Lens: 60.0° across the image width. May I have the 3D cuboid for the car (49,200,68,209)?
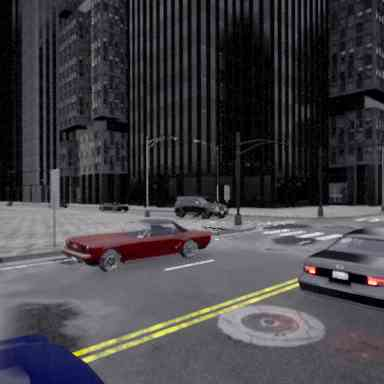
[{"bbox_3d":[-22.338,2.103,55.574,1.994,1.385,4.181,0,0,-42],"label":"car"}]

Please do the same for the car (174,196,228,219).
[{"bbox_3d":[0.698,1.396,30.035,2.150,2.045,5.566,0,0,-42],"label":"car"}]

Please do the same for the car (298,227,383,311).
[{"bbox_3d":[4.517,1.543,7.663,5.357,1.411,2.033,0,0,-42],"label":"car"}]

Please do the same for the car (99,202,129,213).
[{"bbox_3d":[-9.716,1.935,41.526,1.895,1.301,4.718,0,0,-41],"label":"car"}]

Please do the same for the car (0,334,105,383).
[{"bbox_3d":[-2.528,1.601,1.262,4.718,1.301,1.895,0,0,-42],"label":"car"}]

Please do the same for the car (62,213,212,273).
[{"bbox_3d":[-1.651,1.597,10.900,4.718,1.301,1.895,0,0,-41],"label":"car"}]
